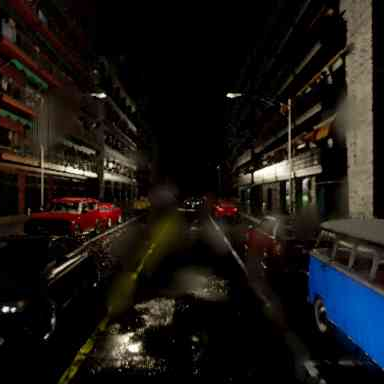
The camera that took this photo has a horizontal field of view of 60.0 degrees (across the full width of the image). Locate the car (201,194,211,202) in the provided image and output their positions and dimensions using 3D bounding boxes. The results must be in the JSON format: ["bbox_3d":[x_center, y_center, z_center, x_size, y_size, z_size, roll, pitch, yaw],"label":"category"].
[{"bbox_3d":[2.746,1.171,66.655,1.887,1.381,4.507,1,0,0],"label":"car"}]

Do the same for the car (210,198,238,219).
[{"bbox_3d":[2.720,1.431,26.781,1.802,1.307,4.206,1,0,0],"label":"car"}]

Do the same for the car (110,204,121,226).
[{"bbox_3d":[-5.664,1.425,21.029,1.887,1.381,4.507,1,0,0],"label":"car"}]

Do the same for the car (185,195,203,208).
[{"bbox_3d":[0.126,1.363,42.056,1.895,1.301,4.718,0,0,0],"label":"car"}]

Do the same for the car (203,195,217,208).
[{"bbox_3d":[2.731,1.298,43.870,1.887,1.381,4.507,1,0,0],"label":"car"}]

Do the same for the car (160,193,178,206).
[{"bbox_3d":[-3.050,1.294,48.030,1.994,1.385,4.181,0,0,0],"label":"car"}]

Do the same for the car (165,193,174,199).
[{"bbox_3d":[-5.592,1.082,83.687,2.008,1.369,4.403,1,0,0],"label":"car"}]

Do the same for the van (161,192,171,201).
[{"bbox_3d":[-5.595,0.935,72.293,1.690,1.788,3.998,1,0,0],"label":"van"}]

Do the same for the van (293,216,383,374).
[{"bbox_3d":[2.710,1.318,3.995,1.690,1.788,3.998,1,0,0],"label":"van"}]

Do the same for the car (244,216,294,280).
[{"bbox_3d":[2.712,1.385,9.692,1.967,1.590,4.097,1,0,0],"label":"car"}]

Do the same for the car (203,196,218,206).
[{"bbox_3d":[2.734,1.266,49.566,1.887,1.381,4.507,1,0,0],"label":"car"}]

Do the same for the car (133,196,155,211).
[{"bbox_3d":[-5.626,1.311,37.946,1.752,1.417,4.829,1,0,0],"label":"car"}]

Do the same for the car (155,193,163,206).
[{"bbox_3d":[-5.613,1.265,49.510,1.887,1.381,4.507,1,0,0],"label":"car"}]

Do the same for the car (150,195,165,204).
[{"bbox_3d":[-5.609,1.240,55.205,2.008,1.369,4.403,1,0,0],"label":"car"}]

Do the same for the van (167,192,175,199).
[{"bbox_3d":[-5.584,0.841,89.382,1.690,1.788,3.998,1,0,0],"label":"van"}]

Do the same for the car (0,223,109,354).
[{"bbox_3d":[-3.096,1.528,6.106,1.994,1.385,4.181,0,0,0],"label":"car"}]

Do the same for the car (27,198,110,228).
[{"bbox_3d":[-5.663,1.228,15.331,2.192,1.841,5.009,1,0,0],"label":"car"}]
